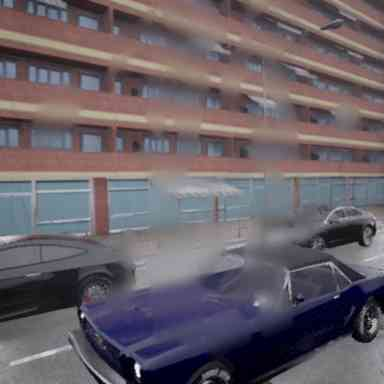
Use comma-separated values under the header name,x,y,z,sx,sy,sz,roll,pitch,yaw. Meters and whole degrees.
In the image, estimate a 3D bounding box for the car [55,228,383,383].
name,x,y,z,sx,sy,sz,roll,pitch,yaw
car,0.875,1.507,4.603,4.718,1.301,1.895,-2,1,-35

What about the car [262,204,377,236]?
name,x,y,z,sx,sy,sz,roll,pitch,yaw
car,4.451,1.196,11.450,4.902,1.511,2.128,-2,1,-35

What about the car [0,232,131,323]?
name,x,y,z,sx,sy,sz,roll,pitch,yaw
car,-3.282,1.515,5.928,4.674,1.442,1.812,-2,1,-35
